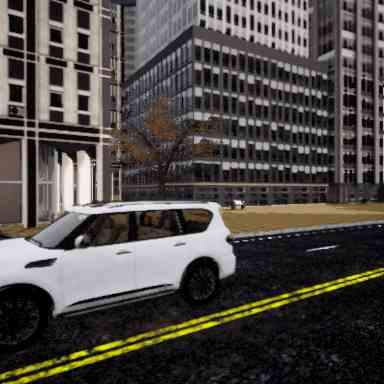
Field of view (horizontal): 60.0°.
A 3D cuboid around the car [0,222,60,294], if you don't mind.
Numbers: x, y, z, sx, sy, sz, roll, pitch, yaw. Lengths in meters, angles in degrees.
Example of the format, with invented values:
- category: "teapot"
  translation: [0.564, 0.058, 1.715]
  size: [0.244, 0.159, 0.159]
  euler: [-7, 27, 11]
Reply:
- category: "car"
  translation: [-5.499, 1.573, 7.738]
  size: [4.181, 1.385, 1.994]
  euler: [0, 0, -35]

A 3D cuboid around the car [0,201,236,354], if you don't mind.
- category: "car"
  translation: [-1.649, 1.223, 6.492]
  size: [5.566, 2.045, 2.150]
  euler: [0, 0, -35]
